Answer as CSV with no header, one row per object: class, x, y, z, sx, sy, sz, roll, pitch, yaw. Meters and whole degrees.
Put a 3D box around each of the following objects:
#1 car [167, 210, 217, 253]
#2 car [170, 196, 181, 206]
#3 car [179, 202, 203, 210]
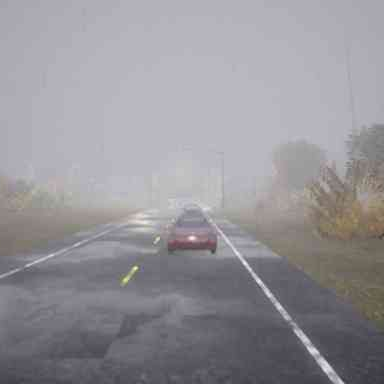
car,0.007,1.703,14.323,1.994,1.385,4.181,0,-1,0
car,-3.556,1.939,70.985,2.150,2.045,5.566,0,-1,0
car,0.007,1.812,29.382,1.812,1.442,4.674,0,0,0
